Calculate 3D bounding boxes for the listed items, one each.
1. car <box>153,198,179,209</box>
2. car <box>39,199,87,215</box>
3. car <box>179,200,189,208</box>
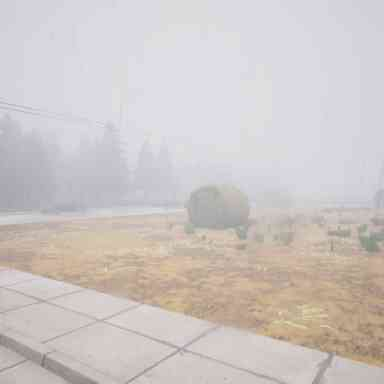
[{"bbox_3d":[-3.615,1.590,47.145,1.994,1.385,4.181,0,0,37],"label":"car"},{"bbox_3d":[-13.172,1.519,34.287,2.128,1.511,4.902,0,0,36],"label":"car"},{"bbox_3d":[0.621,1.590,46.676,1.994,1.385,4.181,0,0,37],"label":"car"}]
